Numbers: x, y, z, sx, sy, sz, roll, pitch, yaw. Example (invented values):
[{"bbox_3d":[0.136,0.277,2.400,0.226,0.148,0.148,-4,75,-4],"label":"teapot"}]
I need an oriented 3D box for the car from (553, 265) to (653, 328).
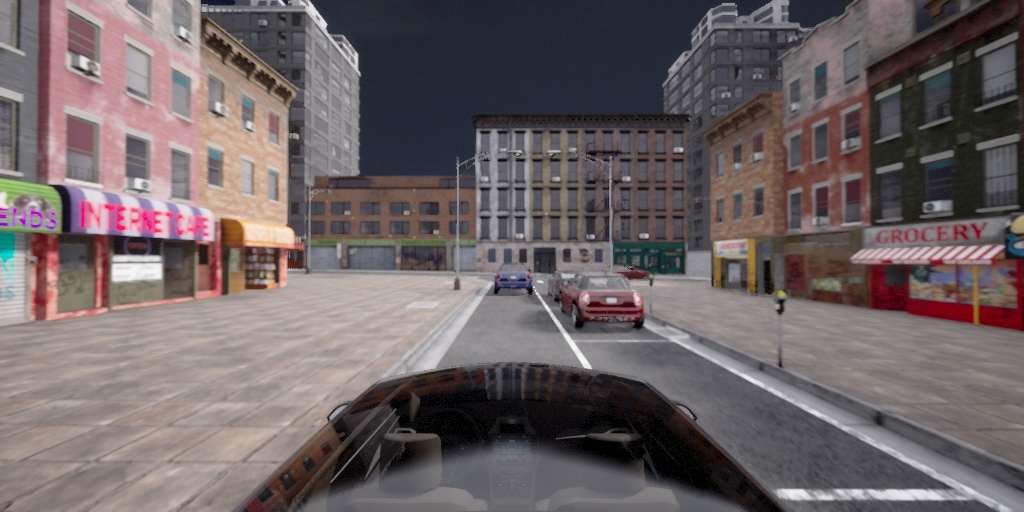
[{"bbox_3d":[2.632,1.206,11.433,1.967,1.591,4.097,0,0,0],"label":"car"}]

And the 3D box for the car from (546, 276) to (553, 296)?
[{"bbox_3d":[2.629,1.326,16.937,2.007,1.370,4.403,0,0,0],"label":"car"}]

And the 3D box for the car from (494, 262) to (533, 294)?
[{"bbox_3d":[0.069,1.134,20.755,2.097,1.767,4.553,0,0,0],"label":"car"}]

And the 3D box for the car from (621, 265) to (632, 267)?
[{"bbox_3d":[10.571,1.579,32.976,4.674,1.442,1.812,1,-1,-3],"label":"car"}]
